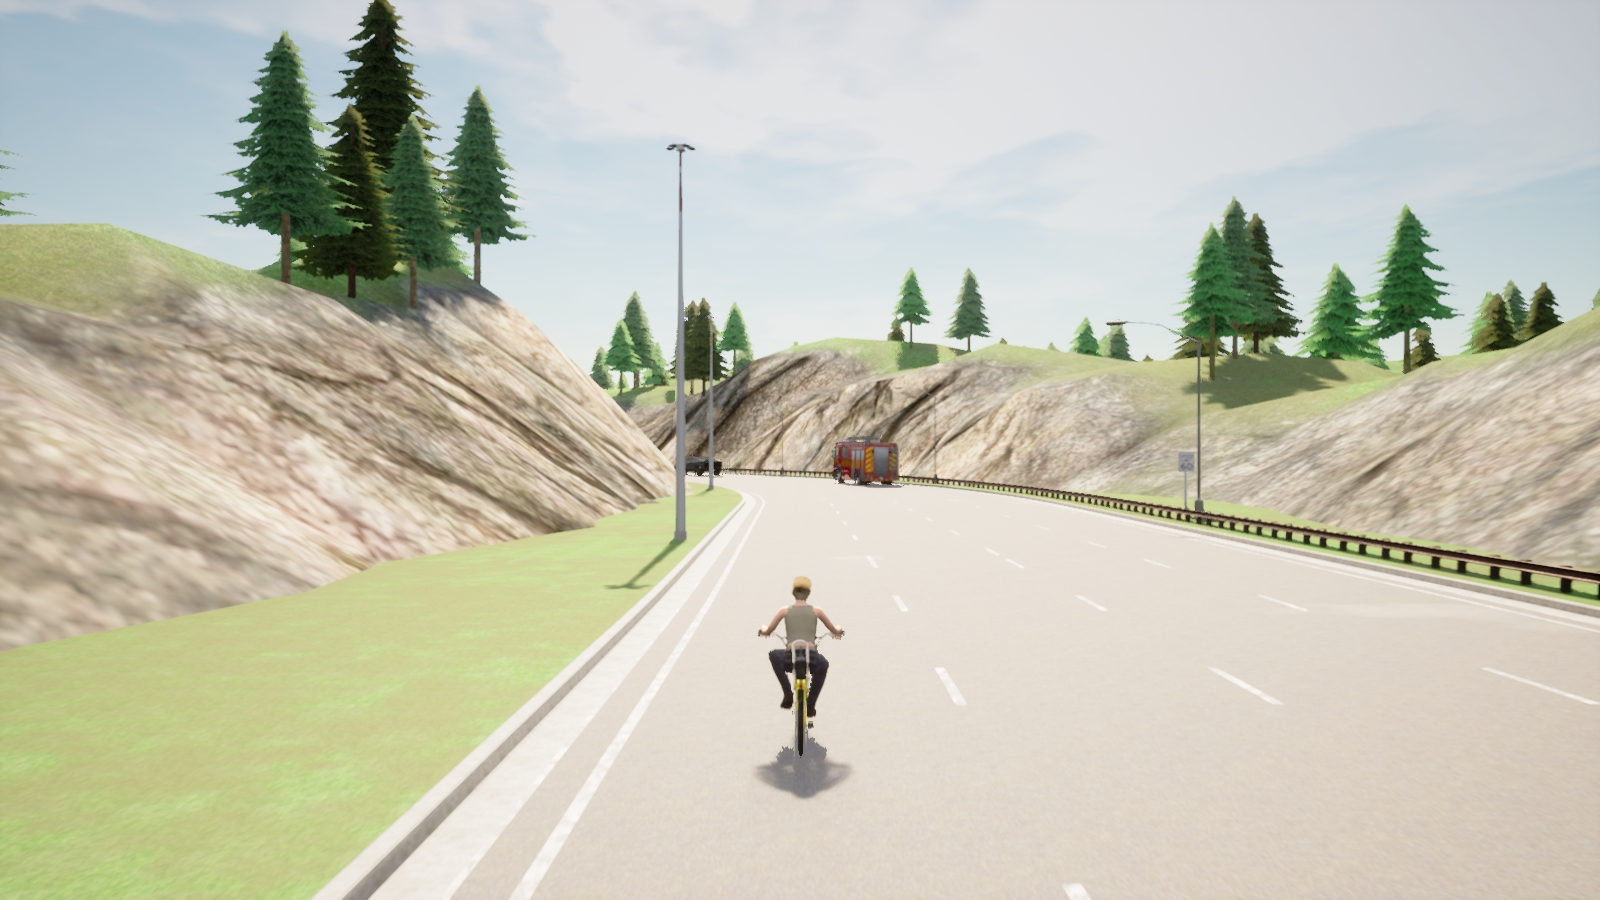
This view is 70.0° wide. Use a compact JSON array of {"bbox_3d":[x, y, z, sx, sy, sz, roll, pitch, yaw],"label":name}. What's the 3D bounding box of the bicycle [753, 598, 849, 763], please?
[{"bbox_3d":[0.013,2.155,10.936,0.859,1.276,1.487,0,0,0],"label":"bicycle"}]
